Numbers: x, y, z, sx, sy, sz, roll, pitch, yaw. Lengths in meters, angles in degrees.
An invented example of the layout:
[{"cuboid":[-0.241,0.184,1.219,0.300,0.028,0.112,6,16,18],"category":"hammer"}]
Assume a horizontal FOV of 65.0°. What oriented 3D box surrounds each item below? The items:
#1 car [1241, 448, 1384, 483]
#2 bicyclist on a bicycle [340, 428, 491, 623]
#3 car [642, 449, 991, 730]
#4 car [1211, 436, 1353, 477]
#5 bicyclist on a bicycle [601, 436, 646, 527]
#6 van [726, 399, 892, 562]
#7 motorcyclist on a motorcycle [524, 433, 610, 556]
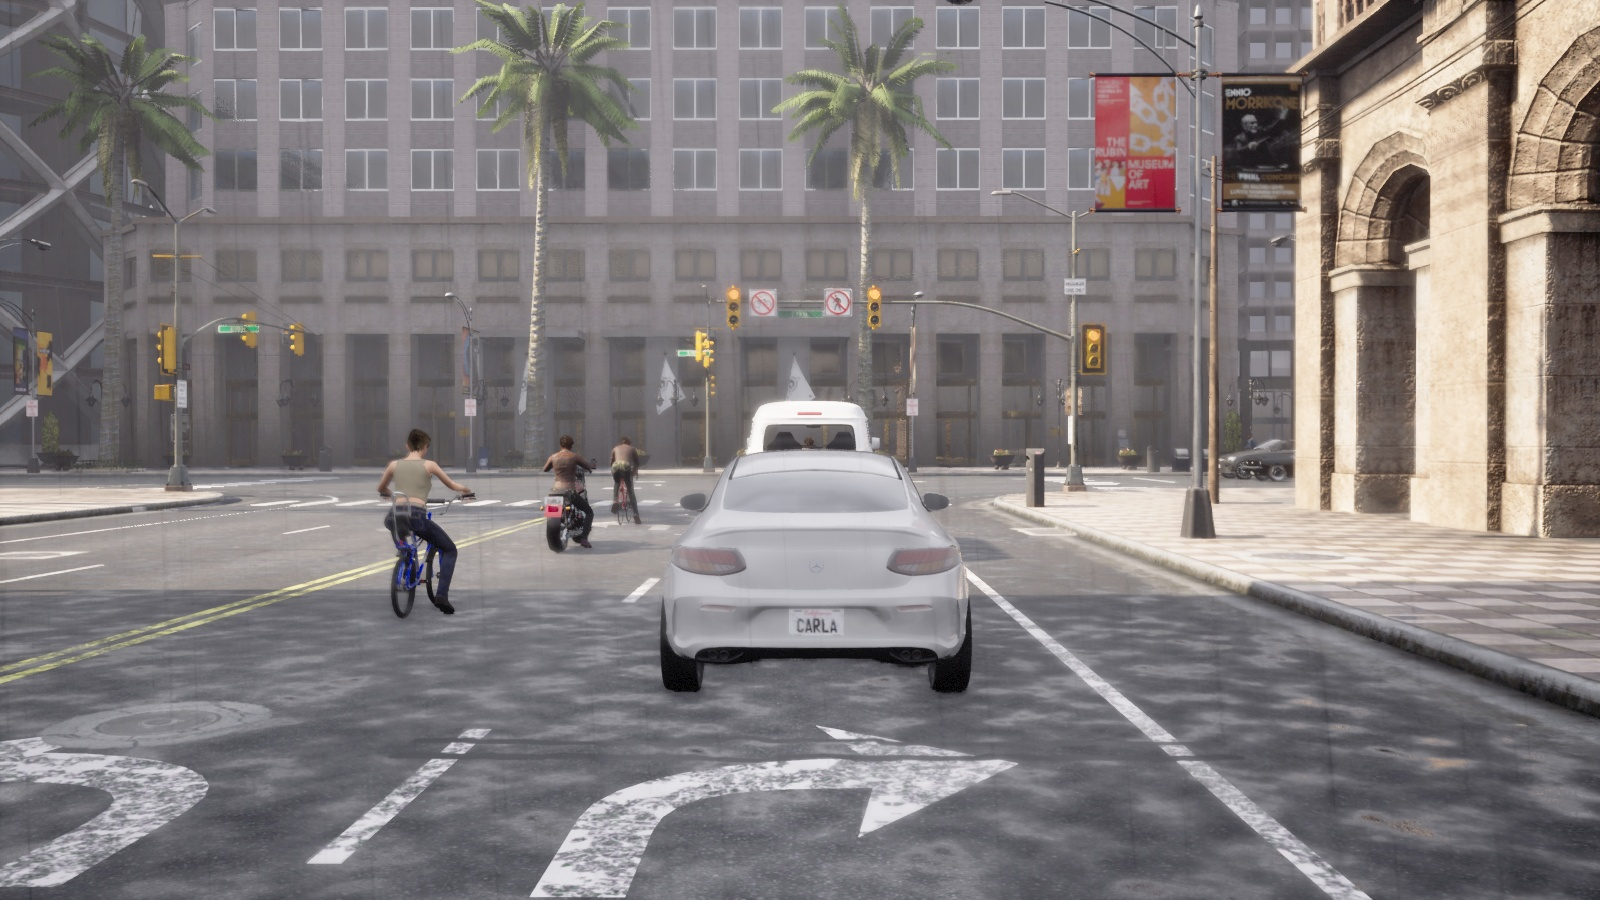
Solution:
[{"cuboid":[19.545,0.591,48.045,4.718,1.301,1.895,0,0,1],"category":"car"},{"cuboid":[-3.366,0.617,11.144,0.866,1.612,1.509,0,0,0],"category":"bicyclist on a bicycle"},{"cuboid":[0.104,0.722,8.867,1.812,1.442,4.674,0,0,0],"category":"car"},{"cuboid":[19.711,0.250,51.521,5.027,1.651,2.152,0,0,1],"category":"car"},{"cuboid":[-3.256,0.565,23.313,0.582,1.620,1.656,0,0,1],"category":"bicyclist on a bicycle"},{"cuboid":[0.170,0.369,17.908,2.069,2.038,4.480,0,0,1],"category":"van"},{"cuboid":[-3.299,0.593,17.981,0.766,1.649,2.350,0,0,1],"category":"motorcyclist on a motorcycle"}]
